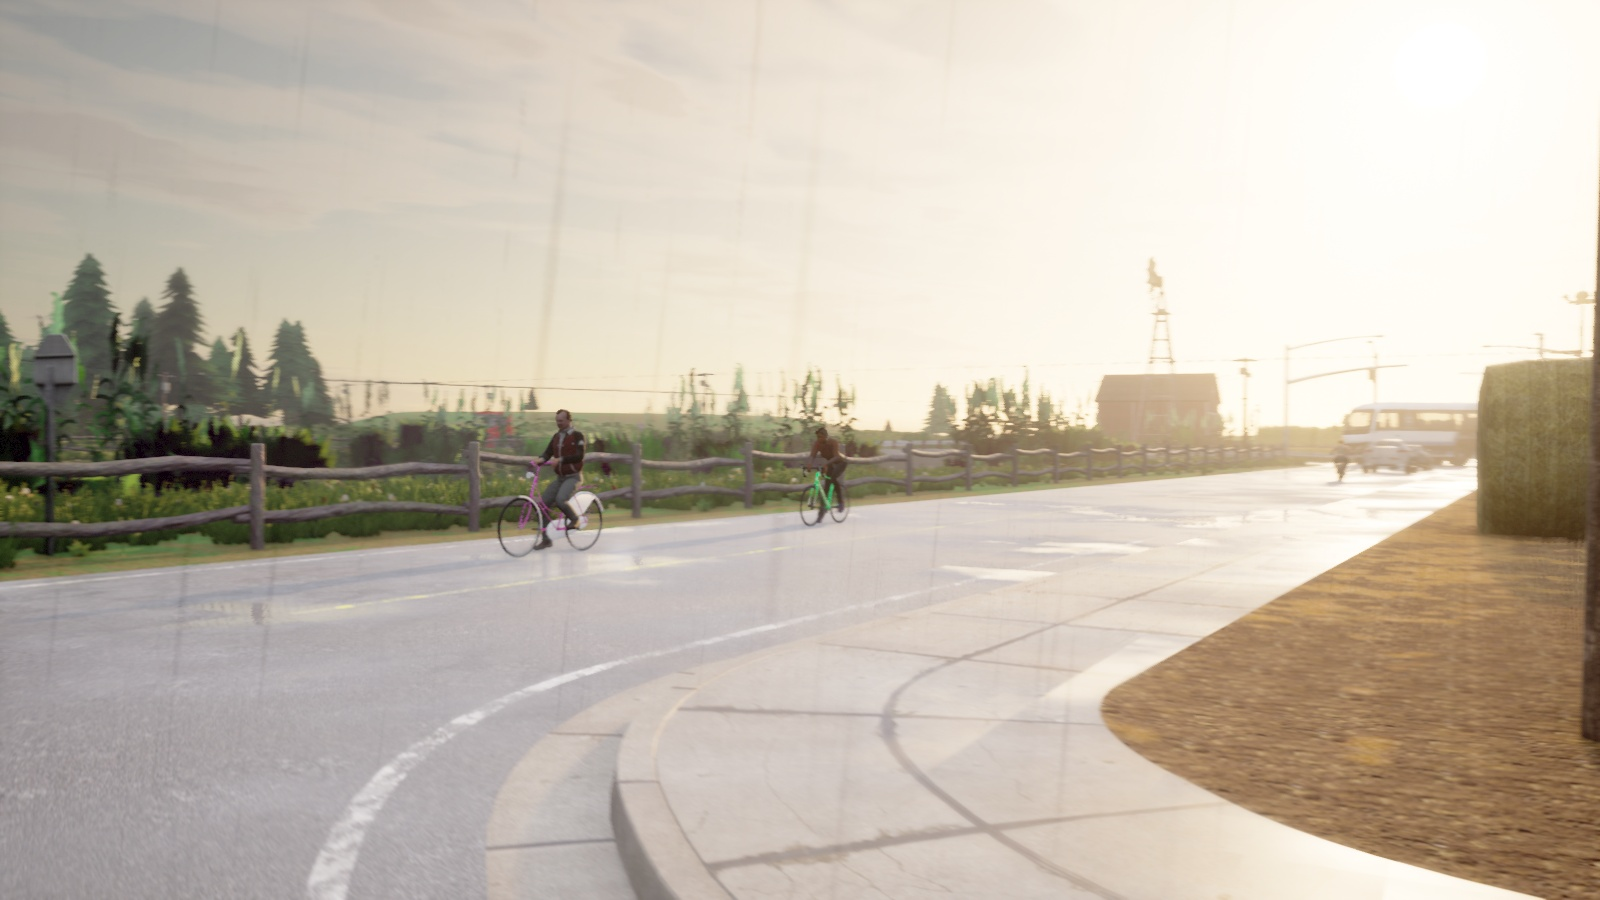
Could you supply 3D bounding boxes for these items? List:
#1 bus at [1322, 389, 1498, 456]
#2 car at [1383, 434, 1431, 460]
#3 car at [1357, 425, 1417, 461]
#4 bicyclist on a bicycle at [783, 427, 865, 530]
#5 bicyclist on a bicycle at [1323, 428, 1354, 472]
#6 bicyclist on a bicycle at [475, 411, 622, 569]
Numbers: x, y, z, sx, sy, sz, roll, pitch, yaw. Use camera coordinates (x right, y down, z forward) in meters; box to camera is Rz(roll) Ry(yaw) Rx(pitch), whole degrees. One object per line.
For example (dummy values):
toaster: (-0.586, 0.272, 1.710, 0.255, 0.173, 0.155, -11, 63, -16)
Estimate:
bus: (40.966, -1.810, 84.504, 10.273, 4.253, 3.944, -1, -1, -11)
car: (33.404, -0.190, 69.055, 1.994, 1.385, 4.181, 0, 1, 31)
car: (28.431, -0.354, 60.756, 2.152, 1.651, 5.027, 0, 1, 31)
bicyclist on a bicycle: (0.416, 0.442, 20.783, 0.582, 1.620, 1.656, 0, 1, 31)
bicyclist on a bicycle: (20.116, 0.009, 46.880, 0.866, 1.612, 1.509, 0, 1, 31)
bicyclist on a bicycle: (-2.988, 0.443, 15.099, 0.659, 1.776, 1.843, 0, 0, 31)
